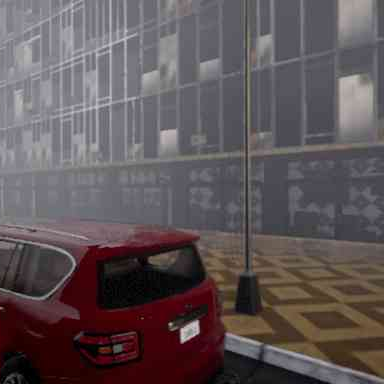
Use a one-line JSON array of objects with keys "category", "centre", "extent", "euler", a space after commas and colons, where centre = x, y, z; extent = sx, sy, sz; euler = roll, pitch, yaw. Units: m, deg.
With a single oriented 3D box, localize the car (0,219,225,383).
[{"category": "car", "centre": [-1.964, 1.272, 4.293], "extent": [5.009, 1.841, 2.192], "euler": [1, 0, 36]}]
